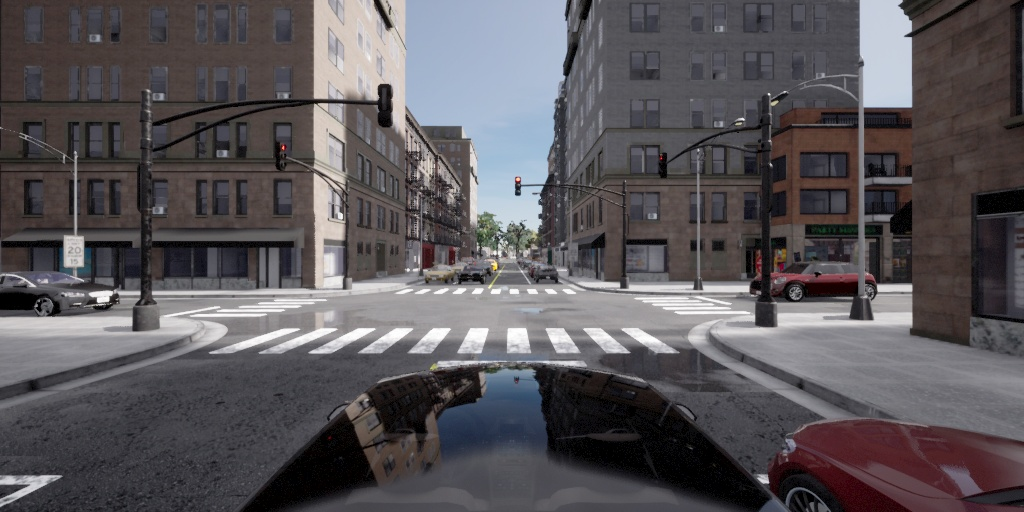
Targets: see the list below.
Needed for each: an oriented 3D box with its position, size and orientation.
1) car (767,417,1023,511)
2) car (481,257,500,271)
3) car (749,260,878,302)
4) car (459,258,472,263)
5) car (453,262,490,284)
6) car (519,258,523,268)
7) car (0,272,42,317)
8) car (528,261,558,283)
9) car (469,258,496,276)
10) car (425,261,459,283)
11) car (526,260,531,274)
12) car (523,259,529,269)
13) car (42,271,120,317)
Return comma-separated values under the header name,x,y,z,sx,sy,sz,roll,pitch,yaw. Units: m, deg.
name,x,y,z,sx,sy,sz,roll,pitch,yaw
car,2.640,1.332,0.778,1.802,1.307,4.207,0,0,0
car,-2.951,1.232,47.164,1.882,1.535,5.008,0,0,0
car,13.223,1.036,15.965,4.553,1.767,2.097,0,0,0
car,-5.504,1.278,38.559,1.751,1.417,4.829,0,0,0
car,-2.892,1.352,26.641,1.895,1.301,4.718,0,0,-1
car,2.504,1.306,55.195,2.007,1.370,4.403,0,0,0
car,-5.398,1.065,0.758,2.192,1.841,5.009,0,0,0
car,2.572,1.302,27.786,2.007,1.370,4.403,0,0,0
car,-2.938,1.257,36.787,1.837,1.490,4.892,0,0,0
car,-5.480,1.277,27.596,1.751,1.417,4.829,0,0,0
car,2.559,1.297,33.267,1.888,1.381,4.507,0,0,0
car,2.545,1.303,38.749,2.007,1.370,4.403,0,0,0
car,-17.098,1.310,12.900,4.902,1.511,2.128,0,0,1
